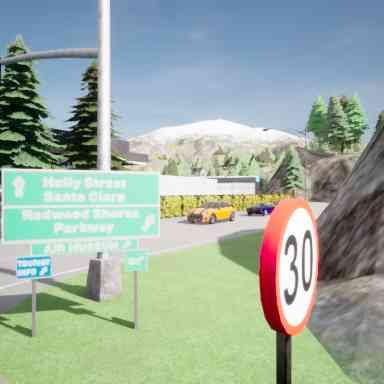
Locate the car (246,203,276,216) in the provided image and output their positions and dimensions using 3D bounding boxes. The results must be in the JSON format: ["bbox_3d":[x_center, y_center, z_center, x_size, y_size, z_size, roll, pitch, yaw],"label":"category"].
[{"bbox_3d":[7.486,1.792,34.833,1.895,1.301,4.718,0,0,36],"label":"car"}]

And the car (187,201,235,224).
[{"bbox_3d":[1.584,1.544,26.704,2.097,1.767,4.553,0,0,36],"label":"car"}]

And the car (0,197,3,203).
[{"bbox_3d":[-12.400,1.505,26.036,1.905,1.878,3.866,0,0,35],"label":"car"}]

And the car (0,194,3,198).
[{"bbox_3d":[-38.661,1.489,69.944,4.514,1.523,2.007,0,0,35],"label":"car"}]
